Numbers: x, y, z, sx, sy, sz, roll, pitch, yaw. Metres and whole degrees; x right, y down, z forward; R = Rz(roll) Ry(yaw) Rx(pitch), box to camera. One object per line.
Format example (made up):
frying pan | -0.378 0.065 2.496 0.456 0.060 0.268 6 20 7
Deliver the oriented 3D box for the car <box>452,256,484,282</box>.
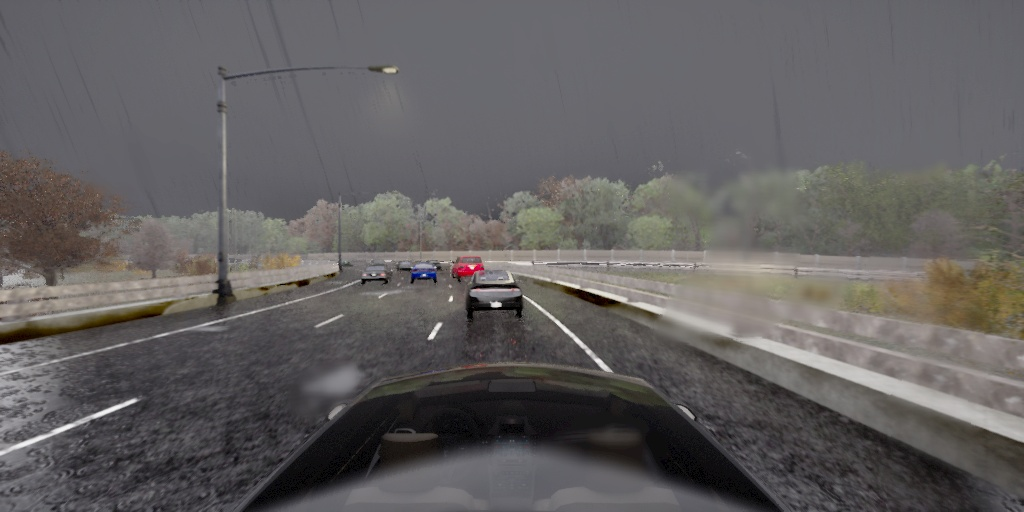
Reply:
car | -3.681 0.998 29.735 2.150 2.045 5.566 0 0 -15

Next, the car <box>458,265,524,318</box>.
car | -0.734 1.256 13.121 2.128 1.511 4.902 0 0 -6

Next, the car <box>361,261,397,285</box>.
car | -10.245 1.358 27.373 2.033 1.411 5.357 0 0 -14

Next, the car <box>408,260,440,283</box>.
car | -7.148 1.272 29.057 1.882 1.535 5.008 0 0 -14

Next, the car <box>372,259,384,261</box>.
car | -18.289 1.211 48.692 2.097 1.767 4.553 0 0 -26

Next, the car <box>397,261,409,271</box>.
car | -14.847 1.404 49.619 1.994 1.385 4.181 0 0 -26
